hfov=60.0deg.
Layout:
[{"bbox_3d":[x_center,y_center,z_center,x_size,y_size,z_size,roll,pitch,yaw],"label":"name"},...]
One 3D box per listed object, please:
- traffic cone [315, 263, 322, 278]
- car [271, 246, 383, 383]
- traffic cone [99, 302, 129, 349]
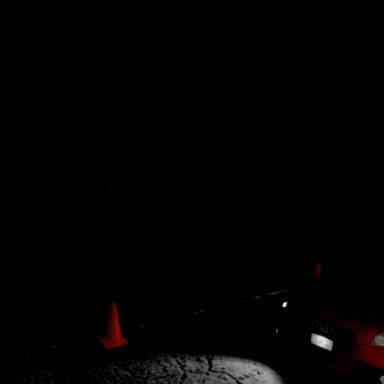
[{"bbox_3d":[2.996,1.970,7.846,0.340,0.580,0.340,0,0,-34],"label":"traffic cone"},{"bbox_3d":[3.168,1.577,5.017,4.181,1.385,1.994,0,0,-34],"label":"car"},{"bbox_3d":[-1.169,1.955,4.995,0.340,0.580,0.340,0,0,-35],"label":"traffic cone"}]
